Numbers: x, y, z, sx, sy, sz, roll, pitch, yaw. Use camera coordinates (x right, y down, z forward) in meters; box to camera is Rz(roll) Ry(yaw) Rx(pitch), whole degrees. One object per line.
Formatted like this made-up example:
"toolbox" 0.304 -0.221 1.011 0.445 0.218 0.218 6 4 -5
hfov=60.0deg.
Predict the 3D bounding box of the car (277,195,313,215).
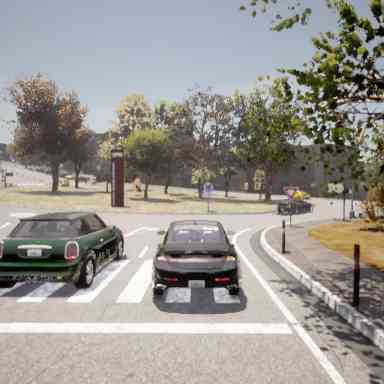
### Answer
"car" 10.459 1.408 33.614 4.892 1.490 1.837 -1 3 -43

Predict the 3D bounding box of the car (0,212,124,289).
"car" -3.345 1.316 9.279 2.097 1.767 4.553 0 0 1

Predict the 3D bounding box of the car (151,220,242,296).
"car" 0.100 1.460 8.541 2.128 1.511 4.902 0 0 0

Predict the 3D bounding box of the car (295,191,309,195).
"car" 19.403 0.540 60.821 1.882 1.535 5.008 -1 2 -20
